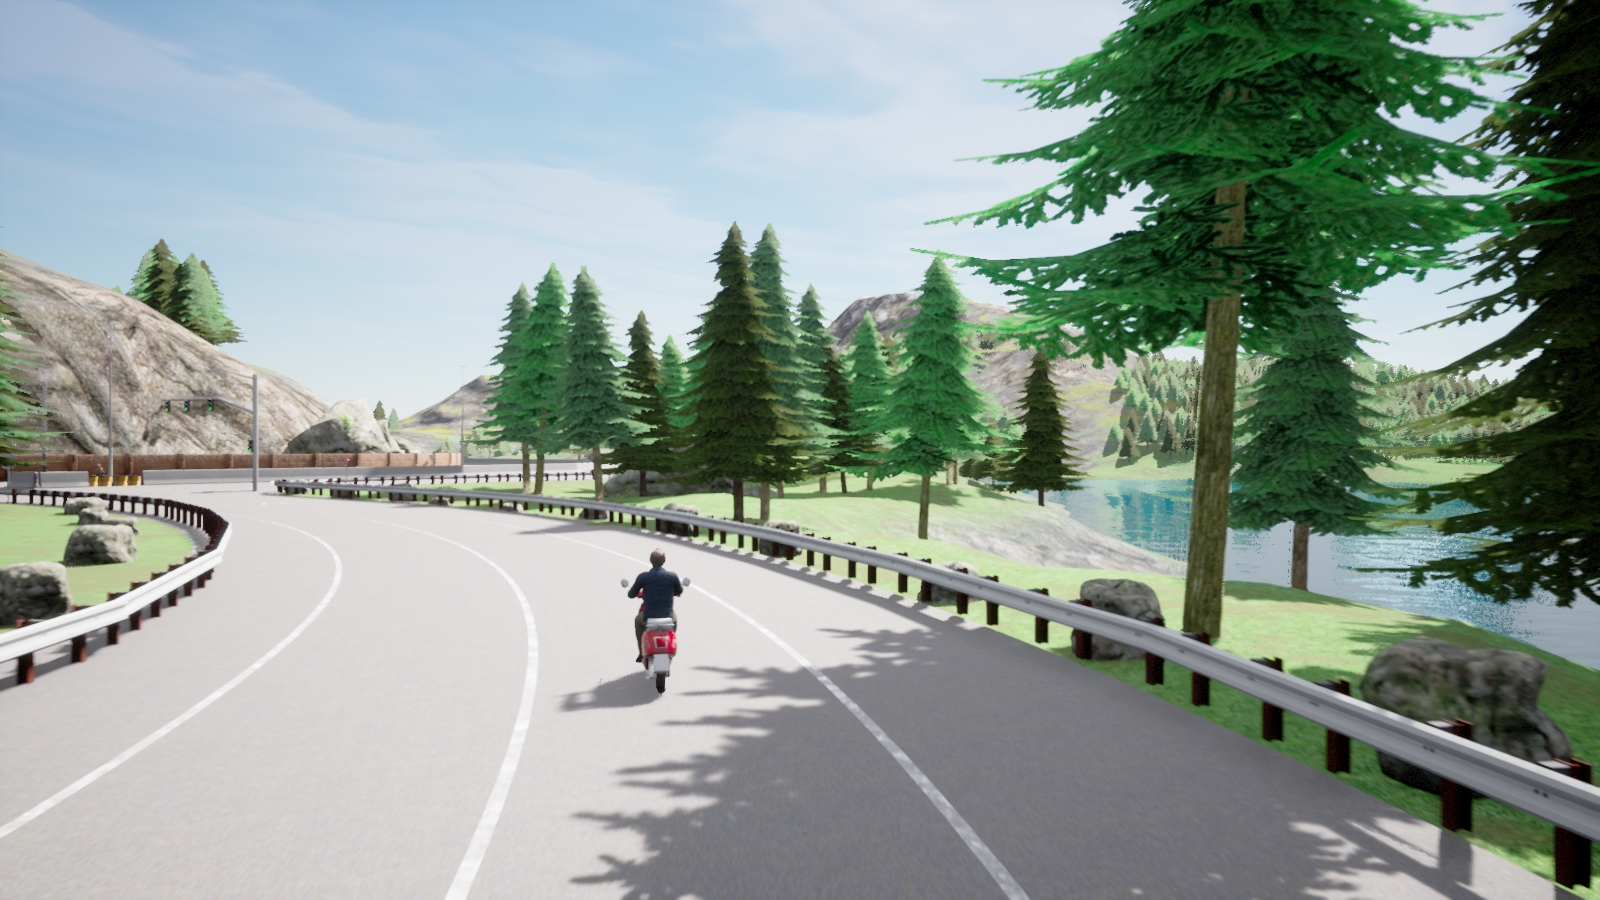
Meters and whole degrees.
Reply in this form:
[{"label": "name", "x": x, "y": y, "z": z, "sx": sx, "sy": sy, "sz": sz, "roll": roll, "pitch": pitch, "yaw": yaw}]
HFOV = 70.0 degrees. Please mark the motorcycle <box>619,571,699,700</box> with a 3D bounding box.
[{"label": "motorcycle", "x": -1.729, "y": 2.182, "z": 13.778, "sx": 0.856, "sy": 1.236, "sz": 1.805, "roll": 0, "pitch": 0, "yaw": -11}]
